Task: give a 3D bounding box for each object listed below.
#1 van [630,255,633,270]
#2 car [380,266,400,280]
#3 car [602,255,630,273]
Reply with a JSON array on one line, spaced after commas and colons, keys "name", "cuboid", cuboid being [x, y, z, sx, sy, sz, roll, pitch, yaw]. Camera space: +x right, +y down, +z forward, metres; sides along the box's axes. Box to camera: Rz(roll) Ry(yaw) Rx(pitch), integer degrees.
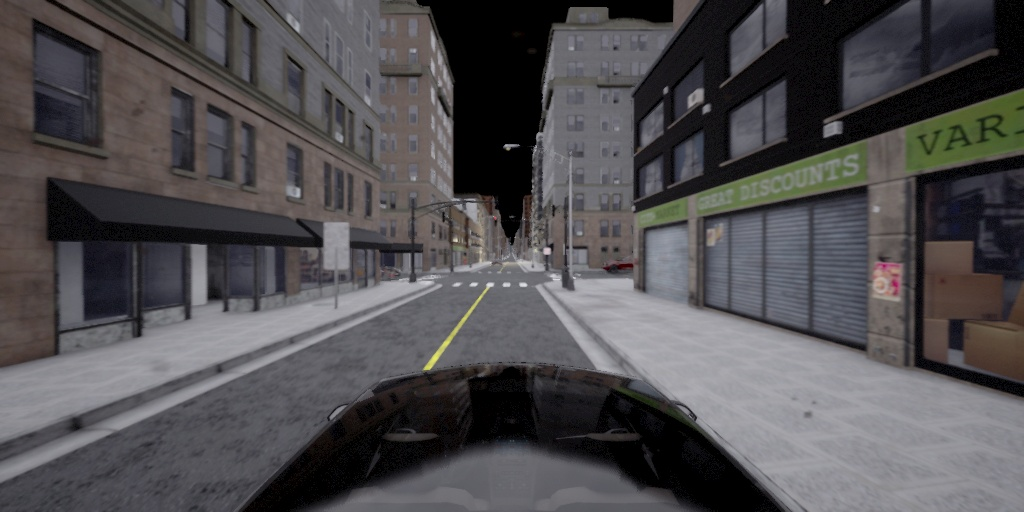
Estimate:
[{"name": "van", "cuboid": [12.118, 0.925, 29.301, 3.998, 1.789, 1.690, 0, 0, 0]}, {"name": "car", "cuboid": [-12.231, 1.449, 31.998, 4.181, 1.385, 1.994, 0, 0, 0]}, {"name": "car", "cuboid": [12.095, 0.830, 37.827, 5.009, 1.841, 2.192, 0, 0, 0]}]
